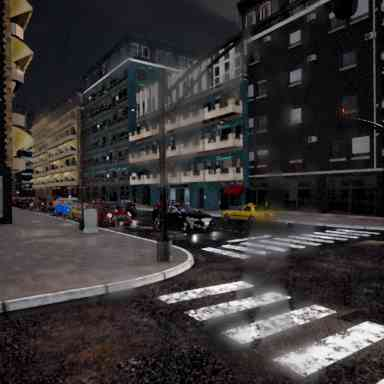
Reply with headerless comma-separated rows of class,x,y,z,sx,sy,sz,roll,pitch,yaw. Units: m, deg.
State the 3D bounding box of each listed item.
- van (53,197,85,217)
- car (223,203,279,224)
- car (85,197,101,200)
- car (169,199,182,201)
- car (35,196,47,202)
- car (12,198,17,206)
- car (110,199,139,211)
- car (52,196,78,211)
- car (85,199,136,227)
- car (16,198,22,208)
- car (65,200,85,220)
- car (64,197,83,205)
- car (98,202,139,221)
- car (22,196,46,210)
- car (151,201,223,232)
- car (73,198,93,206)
van,-12.290,1.483,32.917,1.690,1.788,3.998,-1,1,-35
car,4.072,1.498,24.397,1.752,1.417,4.829,-1,1,-35
car,-15.096,1.501,51.302,1.967,1.590,4.097,-1,1,-35
car,-2.252,1.441,33.272,1.967,1.590,4.097,-1,1,-35
car,-37.571,1.727,82.856,1.887,1.381,4.507,-1,1,-35
car,-31.552,1.782,59.965,1.887,1.381,4.507,-1,1,-35
car,-8.672,1.581,42.288,2.008,1.369,4.403,-1,1,-35
car,-16.802,1.484,43.788,2.097,1.767,4.553,-1,1,-35
car,-5.867,1.552,23.904,1.967,1.590,4.097,-1,1,-35
car,-25.130,1.769,50.949,1.947,1.339,4.313,-1,1,-35
car,-8.977,1.652,28.273,1.752,1.417,4.829,-1,1,-35
car,-21.516,1.645,60.318,2.008,1.369,4.403,-1,1,-35
car,-6.556,1.650,29.348,1.994,1.385,4.181,-1,0,-35
car,-21.921,1.628,46.441,1.967,1.590,4.097,-1,1,-35
car,-0.693,1.552,21.022,2.128,1.511,4.902,-1,0,-39
car,-18.305,1.643,55.811,1.947,1.339,4.313,-1,1,-35
